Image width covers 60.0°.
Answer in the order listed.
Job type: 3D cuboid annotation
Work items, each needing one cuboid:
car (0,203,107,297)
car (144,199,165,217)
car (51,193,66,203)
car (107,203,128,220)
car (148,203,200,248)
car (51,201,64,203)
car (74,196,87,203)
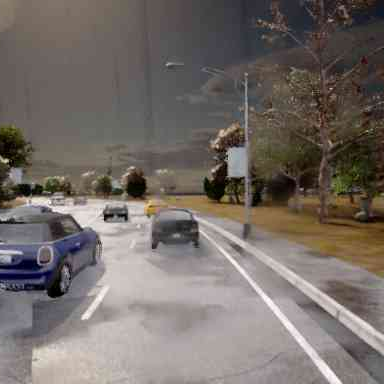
[{"bbox_3d":[-3.831,1.342,8.684,2.097,1.767,4.553,0,0,-3],"label":"car"},{"bbox_3d":[-3.372,1.429,30.837,1.882,1.535,5.008,0,0,-12],"label":"car"},{"bbox_3d":[-22.639,1.134,56.336,2.150,2.045,5.566,0,0,-23],"label":"car"},{"bbox_3d":[-6.245,1.560,27.549,1.895,1.301,4.718,0,0,-11],"label":"car"},{"bbox_3d":[-0.815,1.453,14.699,1.882,1.535,5.008,0,0,-6],"label":"car"},{"bbox_3d":[-8.320,1.459,17.054,1.882,1.535,5.008,0,0,-8],"label":"car"},{"bbox_3d":[-19.088,1.436,56.913,1.812,1.442,4.674,0,0,-22],"label":"car"}]
